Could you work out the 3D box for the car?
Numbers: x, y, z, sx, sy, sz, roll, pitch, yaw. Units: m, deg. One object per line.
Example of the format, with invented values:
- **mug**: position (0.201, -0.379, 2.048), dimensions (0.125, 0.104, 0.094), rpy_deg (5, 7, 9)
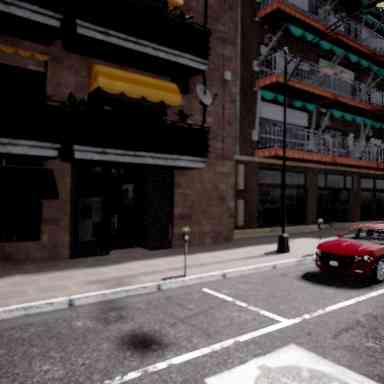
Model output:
- **car**: position (5.570, 1.657, 10.061), dimensions (4.507, 1.381, 1.887), rpy_deg (1, 0, -35)
